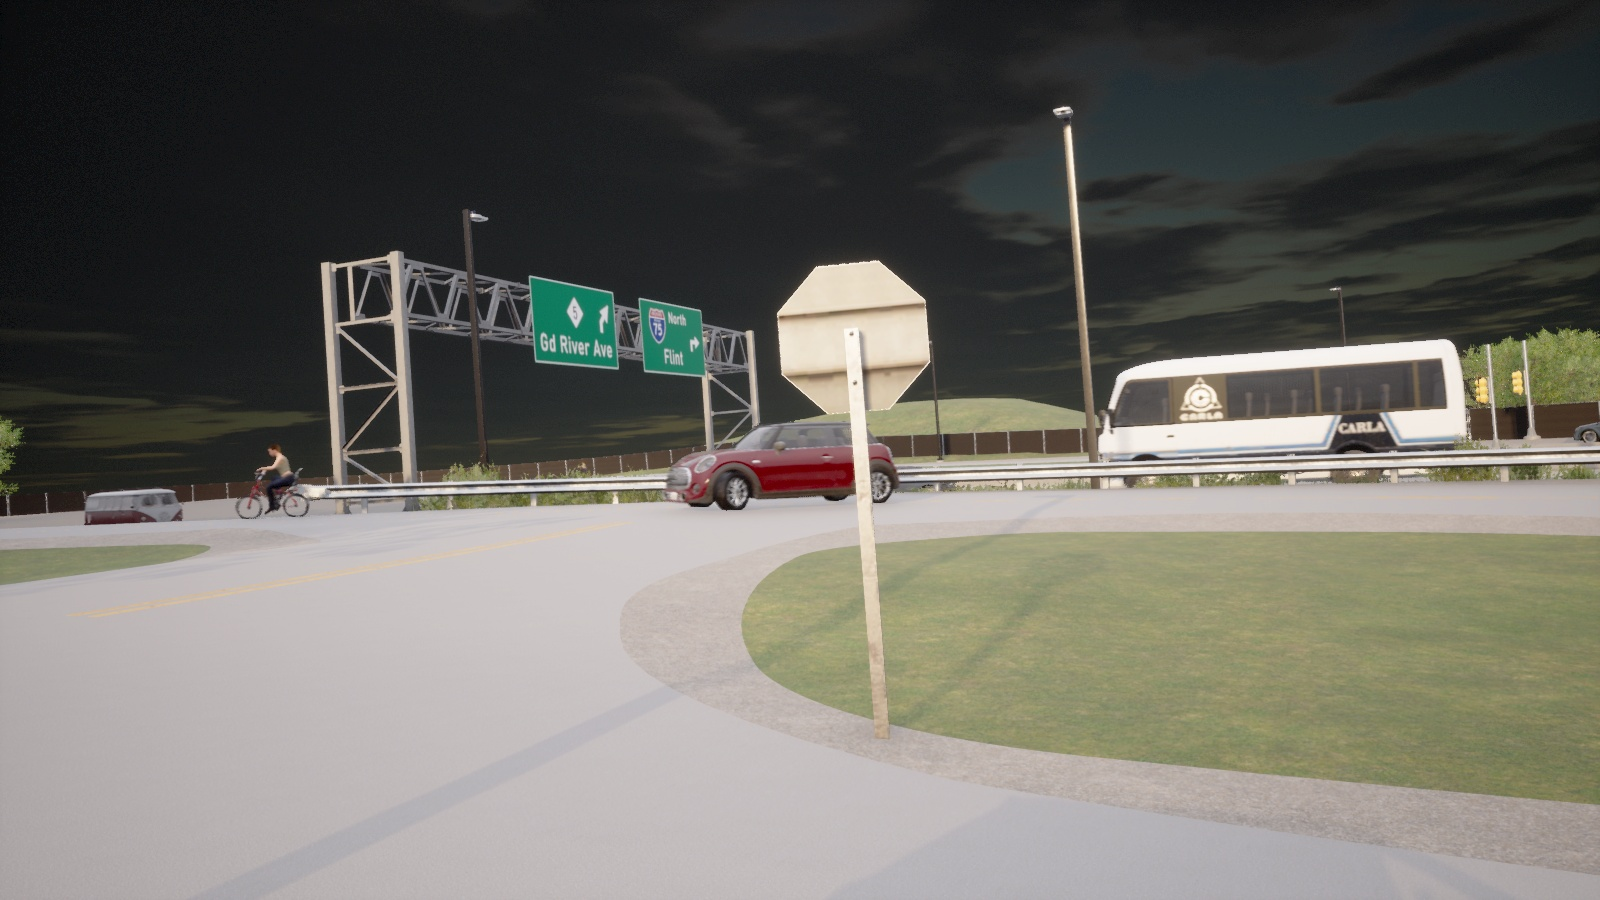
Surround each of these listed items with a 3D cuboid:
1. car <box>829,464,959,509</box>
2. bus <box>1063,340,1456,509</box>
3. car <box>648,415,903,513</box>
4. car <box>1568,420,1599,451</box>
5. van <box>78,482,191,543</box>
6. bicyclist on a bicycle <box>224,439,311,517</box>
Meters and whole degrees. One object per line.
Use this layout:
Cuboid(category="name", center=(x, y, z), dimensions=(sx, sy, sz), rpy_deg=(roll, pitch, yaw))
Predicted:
Cuboid(category="car", center=(3.370, 1.310, 44.962), dimensions=(4.181, 1.385, 1.994), rpy_deg=(-3, 0, 21))
Cuboid(category="bus", center=(13.413, -0.619, 37.386), dimensions=(10.273, 4.253, 3.944), rpy_deg=(-3, 0, 21))
Cuboid(category="car", center=(-0.490, 0.237, 24.872), dimensions=(4.553, 1.767, 2.097), rpy_deg=(-1, 0, -25))
Cuboid(category="car", center=(38.270, -0.739, 58.179), dimensions=(1.994, 1.385, 4.181), rpy_deg=(-3, 1, -43))
Cuboid(category="van", center=(-23.823, 2.246, 44.922), dimensions=(4.442, 1.987, 1.775), rpy_deg=(-3, 0, 37))
Cuboid(category="bicyclist on a bicycle", center=(-11.390, 0.594, 26.896), dimensions=(1.509, 1.612, 0.866), rpy_deg=(-2, -1, -9))
